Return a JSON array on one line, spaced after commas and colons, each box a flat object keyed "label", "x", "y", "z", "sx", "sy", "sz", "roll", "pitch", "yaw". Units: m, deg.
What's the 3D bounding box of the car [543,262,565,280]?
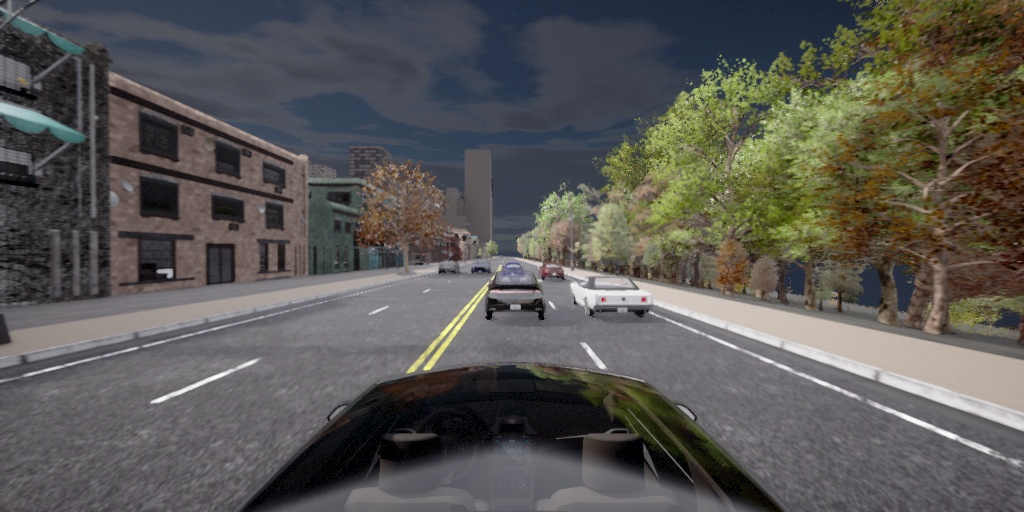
[{"label": "car", "x": 3.343, "y": 1.267, "z": 30.682, "sx": 1.812, "sy": 1.442, "sz": 4.674, "roll": 0, "pitch": 0, "yaw": 0}]

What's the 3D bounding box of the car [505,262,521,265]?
[{"label": "car", "x": 0.093, "y": 1.267, "z": 30.692, "sx": 1.812, "sy": 1.442, "sz": 4.674, "roll": 0, "pitch": 0, "yaw": 0}]

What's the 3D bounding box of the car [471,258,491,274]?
[{"label": "car", "x": -3.425, "y": 1.091, "z": 40.394, "sx": 2.097, "sy": 1.767, "sz": 4.553, "roll": 0, "pitch": 0, "yaw": -1}]

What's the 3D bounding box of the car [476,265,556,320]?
[{"label": "car", "x": 0.101, "y": 1.238, "z": 12.625, "sx": 2.128, "sy": 1.511, "sz": 4.902, "roll": 0, "pitch": 0, "yaw": 0}]

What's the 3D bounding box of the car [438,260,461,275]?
[{"label": "car", "x": -6.654, "y": 1.245, "z": 38.460, "sx": 1.837, "sy": 1.490, "sz": 4.892, "roll": 0, "pitch": 0, "yaw": -1}]

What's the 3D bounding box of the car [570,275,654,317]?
[{"label": "car", "x": 3.351, "y": 1.348, "z": 13.071, "sx": 1.895, "sy": 1.301, "sz": 4.718, "roll": 0, "pitch": 0, "yaw": 0}]
